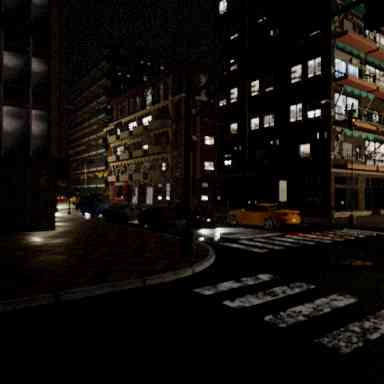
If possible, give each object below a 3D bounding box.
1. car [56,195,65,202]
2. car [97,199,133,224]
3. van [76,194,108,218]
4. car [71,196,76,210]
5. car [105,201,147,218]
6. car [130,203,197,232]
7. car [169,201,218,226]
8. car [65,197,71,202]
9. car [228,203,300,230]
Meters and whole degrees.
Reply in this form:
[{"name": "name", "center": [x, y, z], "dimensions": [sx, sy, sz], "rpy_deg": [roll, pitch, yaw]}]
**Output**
[{"name": "car", "center": [-28.066, 1.372, 70.628], "dimensions": [1.967, 1.590, 4.097], "rpy_deg": [0, 0, -36]}, {"name": "car", "center": [-5.009, 1.465, 24.215], "dimensions": [1.752, 1.417, 4.829], "rpy_deg": [1, 0, -36]}, {"name": "van", "center": [-8.415, 1.272, 28.952], "dimensions": [1.690, 1.788, 3.998], "rpy_deg": [0, 0, -36]}, {"name": "car", "center": [-12.120, 1.436, 38.556], "dimensions": [1.837, 1.490, 4.892], "rpy_deg": [0, 0, -35]}, {"name": "car", "center": [-6.048, 1.545, 30.092], "dimensions": [1.895, 1.301, 4.718], "rpy_deg": [0, 0, -36]}, {"name": "car", "center": [-1.803, 1.532, 19.755], "dimensions": [1.802, 1.307, 4.206], "rpy_deg": [1, 0, -36]}, {"name": "car", "center": [-0.145, 1.526, 21.878], "dimensions": [1.994, 1.385, 4.181], "rpy_deg": [0, 0, -36]}, {"name": "car", "center": [-21.553, 1.459, 61.570], "dimensions": [1.752, 1.417, 4.829], "rpy_deg": [0, 0, -36]}, {"name": "car", "center": [4.400, 1.463, 21.045], "dimensions": [1.882, 1.535, 5.008], "rpy_deg": [0, 0, -36]}]
